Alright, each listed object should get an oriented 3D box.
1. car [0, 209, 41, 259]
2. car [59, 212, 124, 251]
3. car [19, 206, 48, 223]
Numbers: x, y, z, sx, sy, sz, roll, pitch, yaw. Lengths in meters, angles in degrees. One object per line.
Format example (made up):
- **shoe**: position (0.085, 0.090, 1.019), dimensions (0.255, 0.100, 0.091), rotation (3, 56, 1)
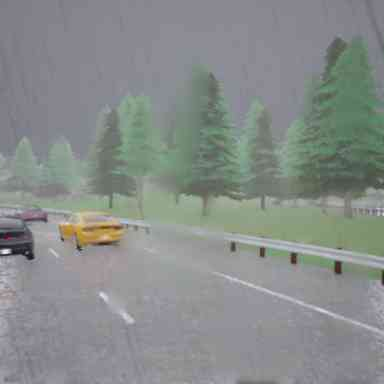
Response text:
- **car**: position (-7.105, 1.615, 12.454), dimensions (1.837, 1.490, 4.892), rotation (1, 0, -32)
- **car**: position (-4.742, 1.640, 15.262), dimensions (1.882, 1.535, 5.008), rotation (1, -1, -32)
- **car**: position (-13.437, 1.822, 27.711), dimensions (1.994, 1.385, 4.181), rotation (1, -1, -37)
